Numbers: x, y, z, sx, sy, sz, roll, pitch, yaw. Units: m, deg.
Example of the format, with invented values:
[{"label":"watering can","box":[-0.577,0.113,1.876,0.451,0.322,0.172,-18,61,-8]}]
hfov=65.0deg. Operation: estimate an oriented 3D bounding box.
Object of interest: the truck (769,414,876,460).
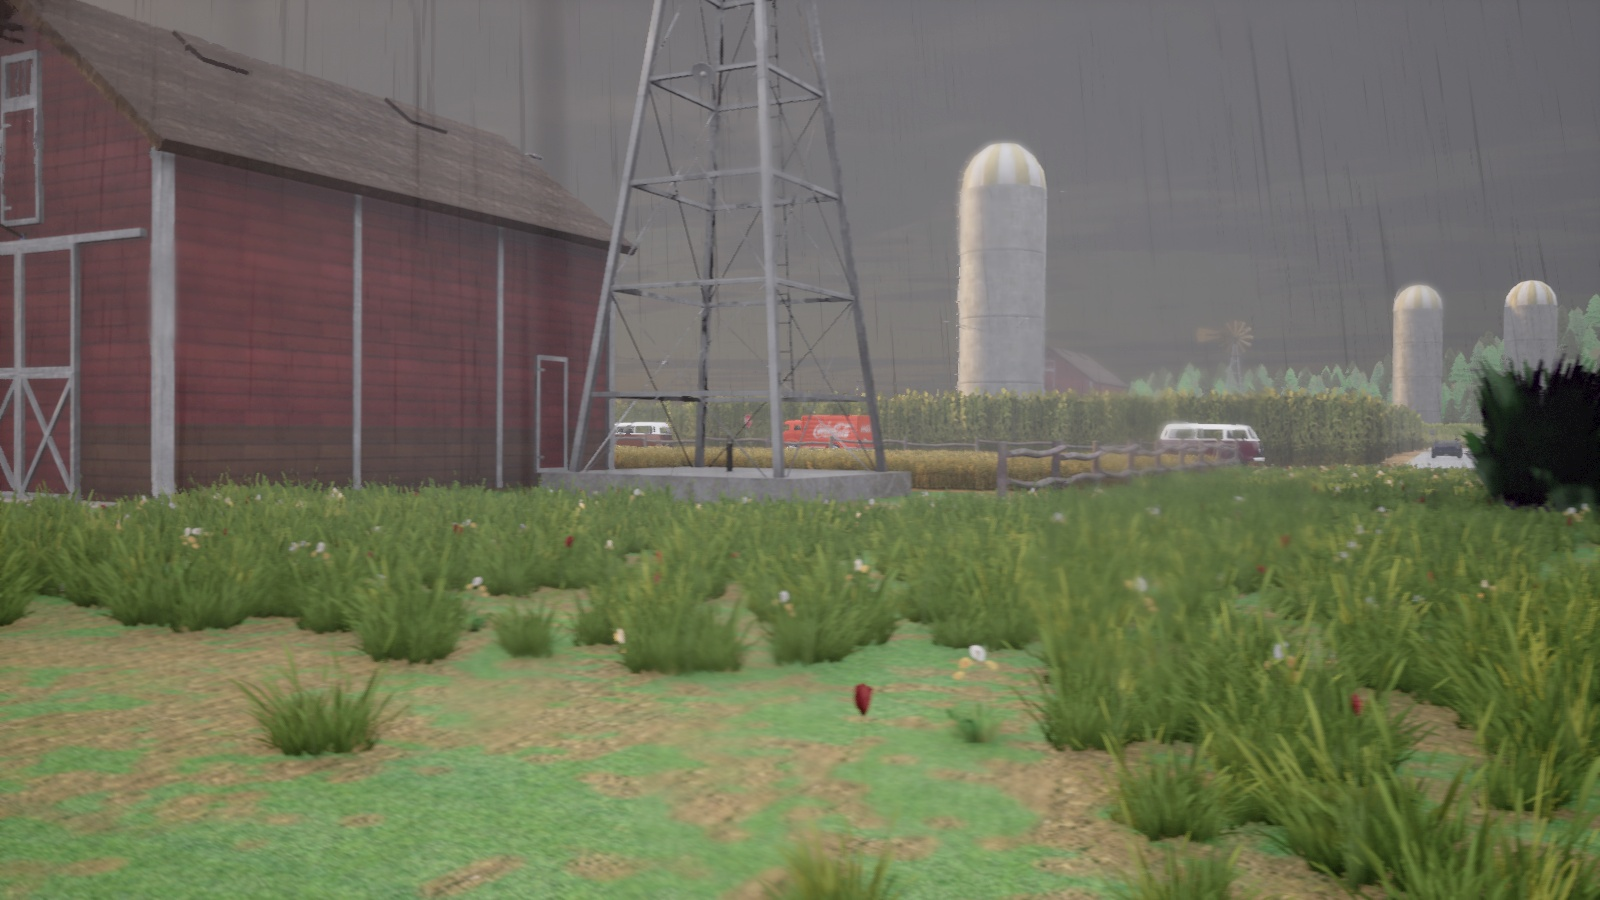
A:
[{"label":"truck","box":[1.240,-0.706,68.854,5.204,2.467,2.627,0,1,28]}]

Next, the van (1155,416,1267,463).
[{"label":"van","box":[18.412,-0.479,56.229,4.480,2.038,2.069,0,1,28]}]

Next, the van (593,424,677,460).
[{"label":"van","box":[-9.809,-0.474,74.587,4.480,2.038,2.069,0,1,25]}]
